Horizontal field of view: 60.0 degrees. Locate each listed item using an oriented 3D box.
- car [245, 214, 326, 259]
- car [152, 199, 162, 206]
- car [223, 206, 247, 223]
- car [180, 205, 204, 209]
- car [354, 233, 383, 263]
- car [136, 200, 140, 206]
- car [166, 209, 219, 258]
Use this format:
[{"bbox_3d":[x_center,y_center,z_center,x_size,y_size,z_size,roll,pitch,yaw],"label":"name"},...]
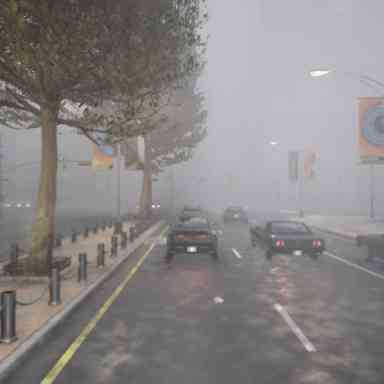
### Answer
[{"bbox_3d":[3.512,1.752,13.221,1.895,1.301,4.718,0,-1,0],"label":"car"},{"bbox_3d":[-8.014,2.384,75.790,2.128,1.511,4.902,0,-1,0],"label":"car"},{"bbox_3d":[3.715,1.888,28.414,1.994,1.385,4.181,0,-1,5],"label":"car"},{"bbox_3d":[0.017,1.817,28.473,2.128,1.511,4.902,0,-1,0],"label":"car"},{"bbox_3d":[6.747,1.707,9.800,1.895,1.301,4.718,0,-1,0],"label":"car"},{"bbox_3d":[-11.514,2.411,75.769,1.994,1.385,4.181,0,-1,0],"label":"car"},{"bbox_3d":[0.014,1.661,13.477,1.837,1.490,4.892,0,0,0],"label":"car"}]
